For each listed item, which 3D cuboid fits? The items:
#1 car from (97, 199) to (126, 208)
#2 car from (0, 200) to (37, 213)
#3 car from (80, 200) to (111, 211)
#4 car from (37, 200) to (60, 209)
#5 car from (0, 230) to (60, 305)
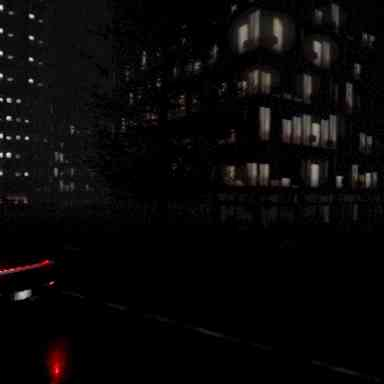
[{"bbox_3d":[-14.839,2.108,61.177,4.829,1.417,1.752,0,1,-34],"label":"car"},{"bbox_3d":[-24.283,1.958,45.164,5.009,1.841,2.192,0,1,-34],"label":"car"},{"bbox_3d":[-14.929,2.251,51.569,4.507,1.381,1.887,0,1,-34],"label":"car"},{"bbox_3d":[-24.057,2.072,54.872,4.403,1.369,2.008,0,1,-34],"label":"car"},{"bbox_3d":[-4.811,1.541,7.055,4.902,1.511,2.128,0,0,36],"label":"car"}]
